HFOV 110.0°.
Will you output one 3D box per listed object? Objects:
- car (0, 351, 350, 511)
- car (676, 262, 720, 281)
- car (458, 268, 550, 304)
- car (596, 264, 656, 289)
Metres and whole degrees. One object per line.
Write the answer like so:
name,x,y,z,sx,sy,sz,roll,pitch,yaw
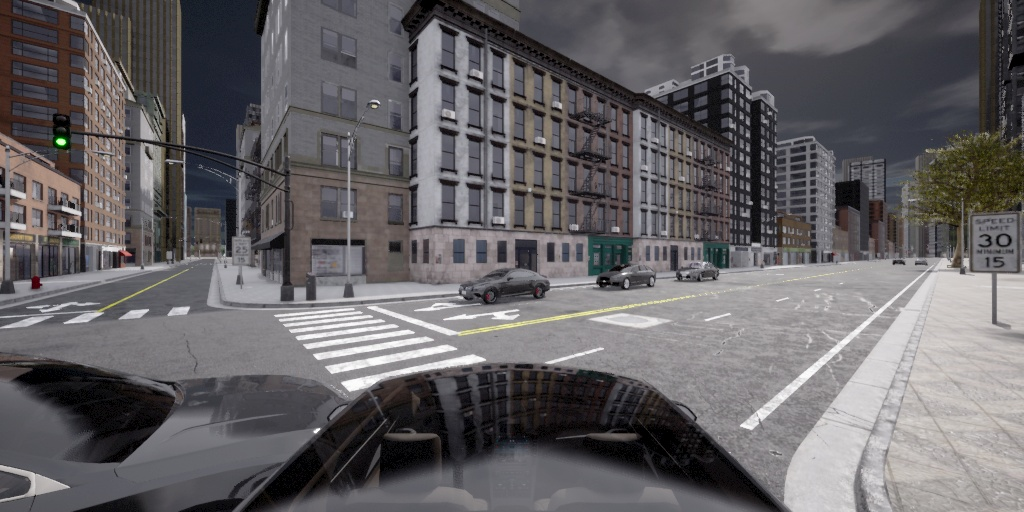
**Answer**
car,-3.242,1.257,1.617,4.892,1.490,1.837,0,0,-35
car,15.311,1.233,29.507,4.902,1.511,2.128,0,0,-40
car,-0.237,1.285,16.625,4.674,1.442,1.812,0,0,-40
car,7.379,1.256,22.941,4.892,1.490,1.837,0,0,-40
